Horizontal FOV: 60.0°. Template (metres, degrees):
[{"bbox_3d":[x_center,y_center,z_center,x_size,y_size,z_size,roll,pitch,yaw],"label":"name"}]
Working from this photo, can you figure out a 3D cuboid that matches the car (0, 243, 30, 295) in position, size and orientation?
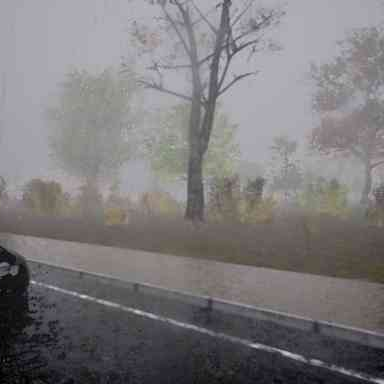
[{"bbox_3d":[-5.615,1.600,7.673,4.181,1.385,1.994,0,0,35],"label":"car"}]
